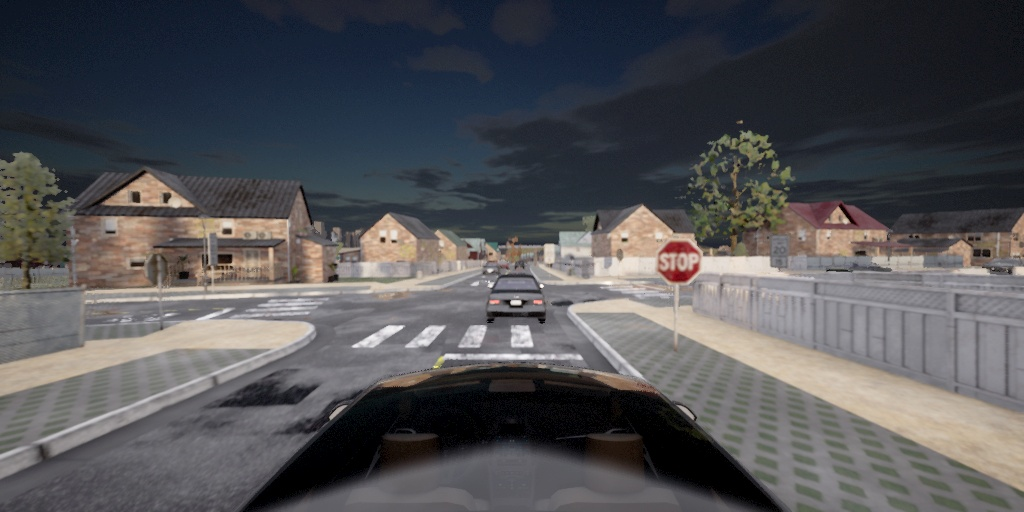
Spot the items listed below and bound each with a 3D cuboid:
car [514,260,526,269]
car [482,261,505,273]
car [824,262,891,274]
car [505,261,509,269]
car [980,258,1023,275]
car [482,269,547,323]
[{"bbox_3d":[1.382,1.649,64.798,1.837,1.490,4.892,0,-1,3],"label":"car"},{"bbox_3d":[-2.283,1.419,40.717,2.128,1.511,4.902,0,0,2],"label":"car"},{"bbox_3d":[26.800,1.153,27.848,4.718,1.301,1.895,0,2,-17],"label":"car"},{"bbox_3d":[-1.545,1.582,61.348,1.882,1.535,5.008,0,-1,3],"label":"car"},{"bbox_3d":[46.704,0.950,33.830,4.892,1.490,1.837,0,2,-17],"label":"car"},{"bbox_3d":[0.143,1.329,12.314,2.033,1.411,5.357,0,0,1],"label":"car"}]
